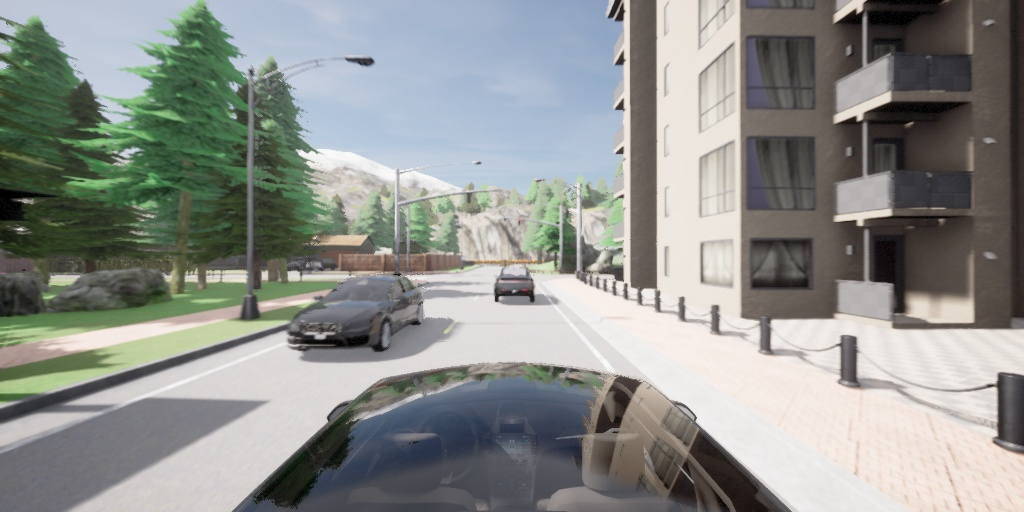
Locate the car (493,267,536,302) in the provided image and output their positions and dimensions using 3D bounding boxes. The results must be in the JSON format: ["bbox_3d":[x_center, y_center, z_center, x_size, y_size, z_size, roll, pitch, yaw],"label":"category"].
[{"bbox_3d":[0.107,1.295,17.375,2.128,1.511,4.902,0,0,0],"label":"car"}]

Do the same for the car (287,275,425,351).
[{"bbox_3d":[-3.580,1.282,9.139,1.837,1.490,4.892,0,0,0],"label":"car"}]
